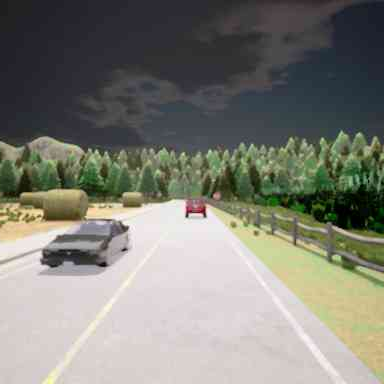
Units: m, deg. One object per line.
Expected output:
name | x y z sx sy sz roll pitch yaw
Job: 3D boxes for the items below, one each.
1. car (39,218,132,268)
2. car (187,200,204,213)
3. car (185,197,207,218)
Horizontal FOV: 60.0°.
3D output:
car | -3.470 1.667 12.061 2.033 1.411 5.357 0 -1 1
car | 0.508 1.950 45.313 2.128 1.511 4.902 0 -1 1
car | 0.419 1.573 34.712 2.150 2.045 5.566 0 -1 1
